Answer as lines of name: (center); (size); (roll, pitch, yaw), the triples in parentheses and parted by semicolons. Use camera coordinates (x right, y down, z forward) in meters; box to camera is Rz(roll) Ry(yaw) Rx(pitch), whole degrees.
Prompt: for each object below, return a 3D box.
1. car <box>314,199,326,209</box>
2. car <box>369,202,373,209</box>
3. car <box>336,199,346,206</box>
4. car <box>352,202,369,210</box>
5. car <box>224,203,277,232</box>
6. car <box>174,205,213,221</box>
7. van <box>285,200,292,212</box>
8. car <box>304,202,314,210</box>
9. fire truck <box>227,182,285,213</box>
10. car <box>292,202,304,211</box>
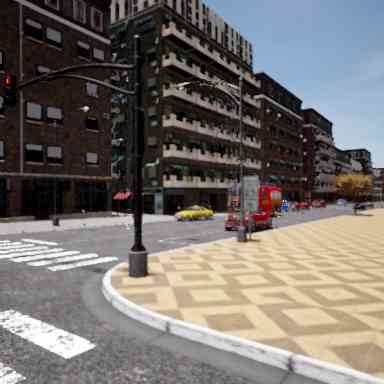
car: (26.263, 2.470, 68.809); (2.192, 1.841, 5.009); (-2, -2, 35)
car: (36.318, 2.729, 68.656); (2.008, 1.369, 4.403); (-2, -2, 35)
car: (39.144, 2.851, 87.246); (1.690, 1.788, 3.998); (-2, -2, 35)
car: (29.829, 2.567, 59.406); (1.947, 1.339, 4.313); (-2, -2, 35)
car: (3.873, 1.733, 22.411); (1.967, 1.590, 4.097); (-2, -2, 35)
car: (0.212, 1.970, 31.665); (1.752, 1.417, 4.829); (-2, -2, 35)
van: (13.286, 2.142, 50.308); (1.690, 1.788, 3.998); (-2, -2, 35)
car: (19.776, 2.522, 59.553); (1.887, 1.381, 4.507); (-2, -2, 35)
fire truck: (7.135, 0.889, 36.919); (2.891, 3.827, 8.468); (-1, -1, 35)
car: (16.531, 2.329, 54.931); (1.967, 1.590, 4.097); (-2, -2, 35)
